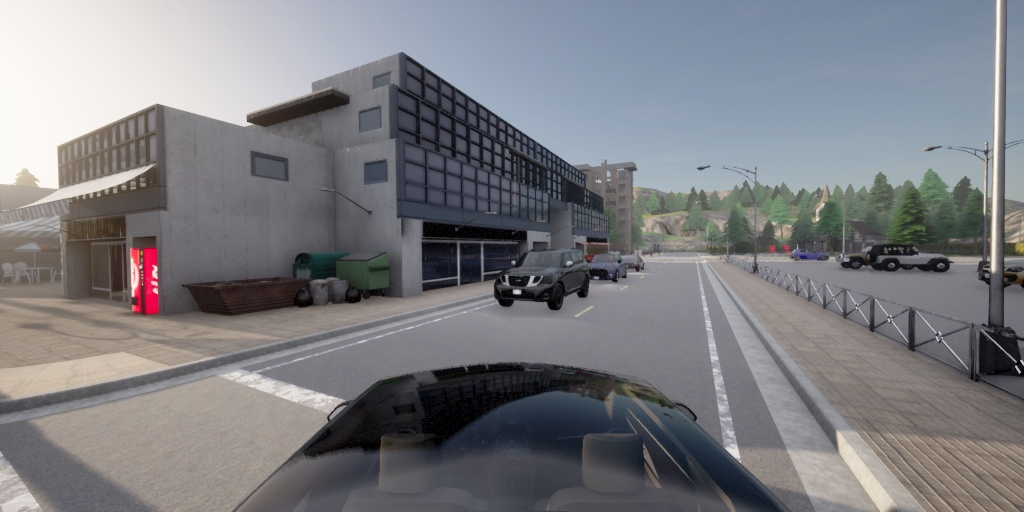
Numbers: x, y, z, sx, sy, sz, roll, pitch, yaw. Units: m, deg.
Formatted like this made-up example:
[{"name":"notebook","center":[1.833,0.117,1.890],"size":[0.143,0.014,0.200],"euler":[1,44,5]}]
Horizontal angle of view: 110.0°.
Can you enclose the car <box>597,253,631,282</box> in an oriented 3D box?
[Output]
[{"name":"car","center":[5.871,0.627,22.615],"size":[2.097,1.767,4.553],"euler":[0,1,27]}]

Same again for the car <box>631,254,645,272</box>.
[{"name":"car","center":[10.517,0.559,31.732],"size":[1.812,1.442,4.674],"euler":[0,1,27]}]

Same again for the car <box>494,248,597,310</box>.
[{"name":"car","center":[1.408,0.730,13.849],"size":[2.150,2.045,5.566],"euler":[0,1,27]}]
